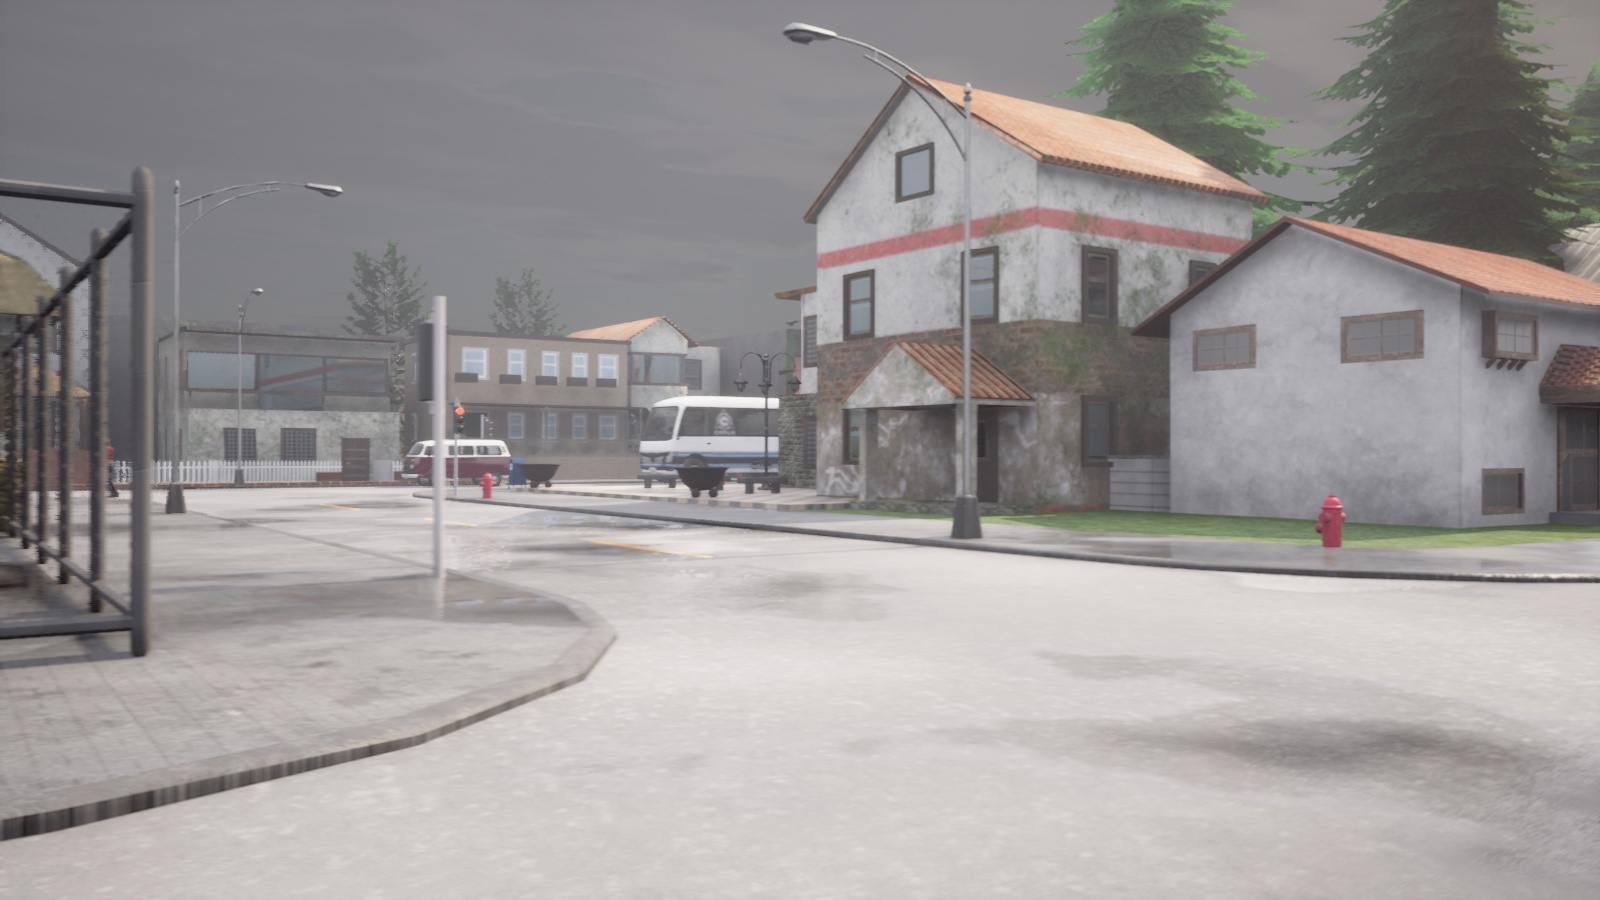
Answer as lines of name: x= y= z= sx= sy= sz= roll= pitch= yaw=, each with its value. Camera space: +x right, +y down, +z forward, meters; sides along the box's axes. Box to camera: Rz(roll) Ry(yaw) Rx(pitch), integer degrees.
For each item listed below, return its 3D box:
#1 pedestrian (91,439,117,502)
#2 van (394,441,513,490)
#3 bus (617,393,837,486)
pedestrian: x=-20.555 y=0.589 z=37.083 sx=0.636 sy=1.846 sz=0.331 roll=0 pitch=0 yaw=-23
van: x=-14.867 y=0.633 z=53.993 sx=4.480 sy=2.038 sz=2.069 roll=0 pitch=0 yaw=-35
bus: x=-3.484 y=-0.471 z=61.914 sx=10.273 sy=4.253 sz=3.944 roll=0 pitch=0 yaw=-35
